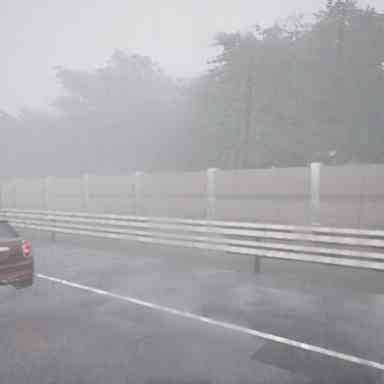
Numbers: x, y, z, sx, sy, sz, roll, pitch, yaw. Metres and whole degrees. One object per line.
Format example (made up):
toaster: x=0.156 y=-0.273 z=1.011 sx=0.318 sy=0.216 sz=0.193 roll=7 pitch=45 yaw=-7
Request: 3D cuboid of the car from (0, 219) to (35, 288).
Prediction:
car: x=-5.861 y=1.356 z=8.072 sx=4.553 sy=1.767 sz=2.097 roll=0 pitch=0 yaw=36
